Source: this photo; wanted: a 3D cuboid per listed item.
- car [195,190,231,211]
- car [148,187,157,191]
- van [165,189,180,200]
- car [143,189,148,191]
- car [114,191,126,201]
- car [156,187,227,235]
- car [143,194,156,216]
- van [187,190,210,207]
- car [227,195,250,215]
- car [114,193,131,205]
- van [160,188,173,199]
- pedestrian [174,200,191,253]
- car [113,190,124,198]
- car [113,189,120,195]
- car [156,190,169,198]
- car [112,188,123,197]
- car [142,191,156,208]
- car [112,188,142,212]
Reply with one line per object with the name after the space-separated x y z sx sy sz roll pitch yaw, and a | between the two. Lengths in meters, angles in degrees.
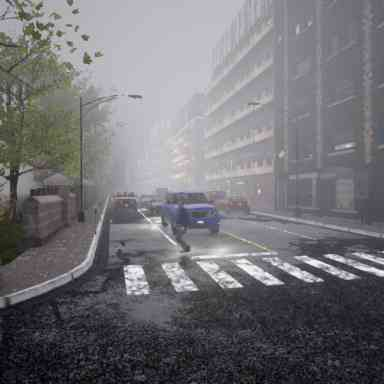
1.957 0.730 32.823 2.192 1.841 5.009 1 1 -14 | car
-4.733 0.339 49.417 2.150 2.045 5.566 0 1 -13 | car
-3.230 0.366 54.298 1.690 1.788 3.998 1 1 -14 | van
-7.165 0.461 59.470 1.812 1.442 4.674 0 1 -14 | car
-11.339 0.602 52.168 1.752 1.417 4.829 1 1 -14 | car
-0.261 0.928 17.278 2.150 2.045 5.566 0 1 -14 | car
-2.508 1.101 26.590 1.994 1.385 4.181 0 1 -14 | car
0.660 0.659 38.192 1.690 1.788 3.998 1 1 -14 | van
3.252 0.953 27.457 1.967 1.590 4.097 1 1 -14 | car
-8.786 0.835 41.598 1.947 1.339 4.313 1 1 -14 | car
-4.527 0.269 59.665 1.690 1.788 3.998 1 1 -14 | van
-0.306 1.115 11.084 0.375 1.860 0.375 1 0 -14 | pedestrian
-13.973 0.429 63.070 2.008 1.369 4.403 1 1 -14 | car
-20.457 -0.043 89.911 1.947 1.339 4.313 1 1 -14 | car
-5.866 0.352 65.201 1.752 1.417 4.829 1 1 -14 | car
-16.562 -0.001 73.803 2.192 1.841 5.009 1 1 -14 | car
-4.851 0.908 36.308 2.033 1.411 5.357 0 1 -14 | car
-6.188 0.779 30.857 2.192 1.841 5.009 1 1 -14 | car
